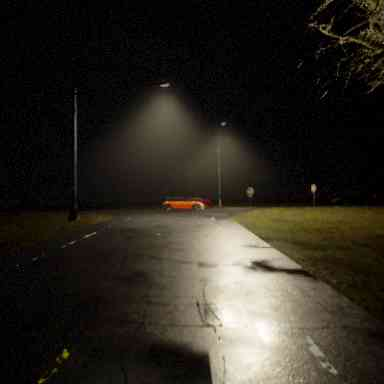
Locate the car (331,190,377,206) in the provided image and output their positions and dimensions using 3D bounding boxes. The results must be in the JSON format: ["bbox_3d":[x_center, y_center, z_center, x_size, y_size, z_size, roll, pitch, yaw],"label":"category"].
[{"bbox_3d":[21.389,0.890,44.037,5.566,2.045,2.150,-2,-2,-1],"label":"car"}]

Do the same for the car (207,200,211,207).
[{"bbox_3d":[-0.048,1.512,43.630,5.008,1.535,1.882,-2,-1,-1],"label":"car"}]

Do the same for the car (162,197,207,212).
[{"bbox_3d":[-0.983,1.304,36.613,4.553,1.767,2.097,0,-1,-1],"label":"car"}]
